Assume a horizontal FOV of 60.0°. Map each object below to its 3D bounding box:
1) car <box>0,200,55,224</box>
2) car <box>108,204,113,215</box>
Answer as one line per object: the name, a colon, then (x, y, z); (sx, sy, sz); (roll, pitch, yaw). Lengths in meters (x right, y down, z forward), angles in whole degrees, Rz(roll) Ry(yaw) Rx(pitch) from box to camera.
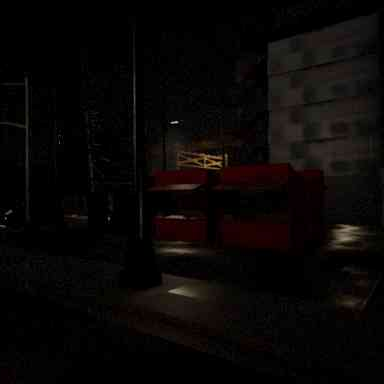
car: (-12.900, 1.491, 26.270); (2.097, 1.767, 4.553); (-1, -1, 36)
car: (-7.191, 1.663, 34.121); (1.812, 1.442, 4.674); (-1, -1, 36)
